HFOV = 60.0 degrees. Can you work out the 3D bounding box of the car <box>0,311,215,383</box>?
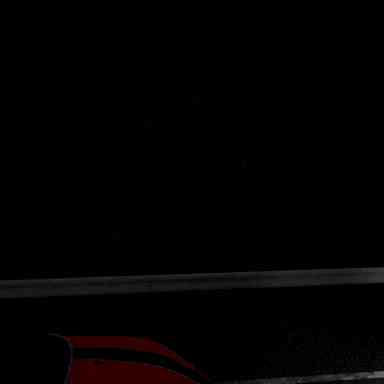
[{"bbox_3d":[-1.856,1.352,1.660,4.553,1.767,2.097,0,0,-6],"label":"car"}]
